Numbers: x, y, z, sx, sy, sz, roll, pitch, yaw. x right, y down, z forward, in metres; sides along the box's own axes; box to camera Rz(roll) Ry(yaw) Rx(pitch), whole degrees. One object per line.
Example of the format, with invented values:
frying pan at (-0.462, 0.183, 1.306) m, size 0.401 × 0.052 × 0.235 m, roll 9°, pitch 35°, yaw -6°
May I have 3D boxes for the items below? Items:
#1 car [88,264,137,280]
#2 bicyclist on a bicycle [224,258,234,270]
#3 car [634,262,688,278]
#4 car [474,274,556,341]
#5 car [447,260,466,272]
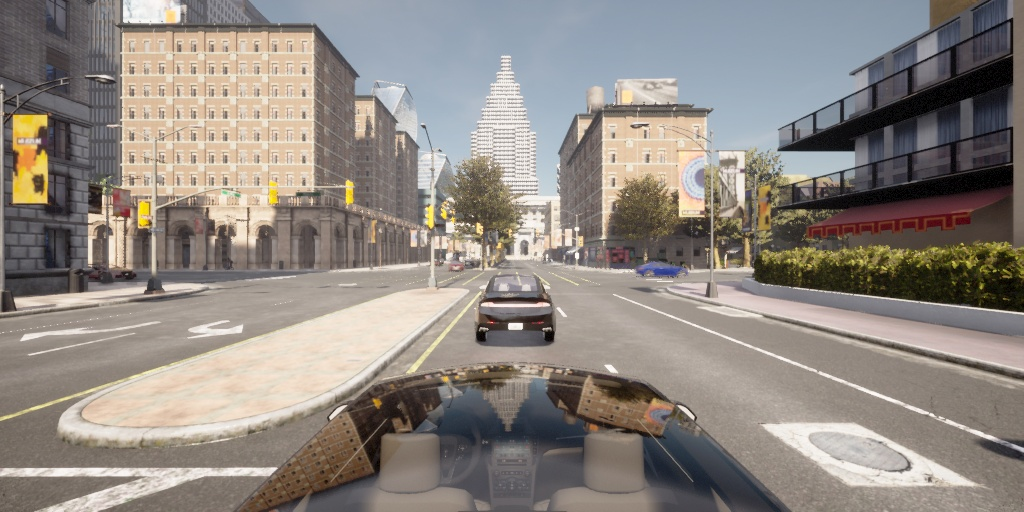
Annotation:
car at (-33.463, 1.314, 29.294) m, size 4.181 × 1.385 × 1.994 m, roll 0°, pitch 0°, yaw 0°
bicyclist on a bicycle at (-37.237, 1.050, 47.246) m, size 0.582 × 1.620 × 1.656 m, roll 0°, pitch 0°, yaw 0°
car at (13.726, 1.275, 33.092) m, size 4.674 × 1.442 × 1.812 m, roll 0°, pitch 0°, yaw 2°
car at (0.083, 1.242, 9.836) m, size 2.128 × 1.511 × 4.902 m, roll 0°, pitch 0°, yaw 0°
car at (-7.221, 1.275, 45.630) m, size 1.812 × 1.442 × 4.674 m, roll 0°, pitch 0°, yaw -12°
